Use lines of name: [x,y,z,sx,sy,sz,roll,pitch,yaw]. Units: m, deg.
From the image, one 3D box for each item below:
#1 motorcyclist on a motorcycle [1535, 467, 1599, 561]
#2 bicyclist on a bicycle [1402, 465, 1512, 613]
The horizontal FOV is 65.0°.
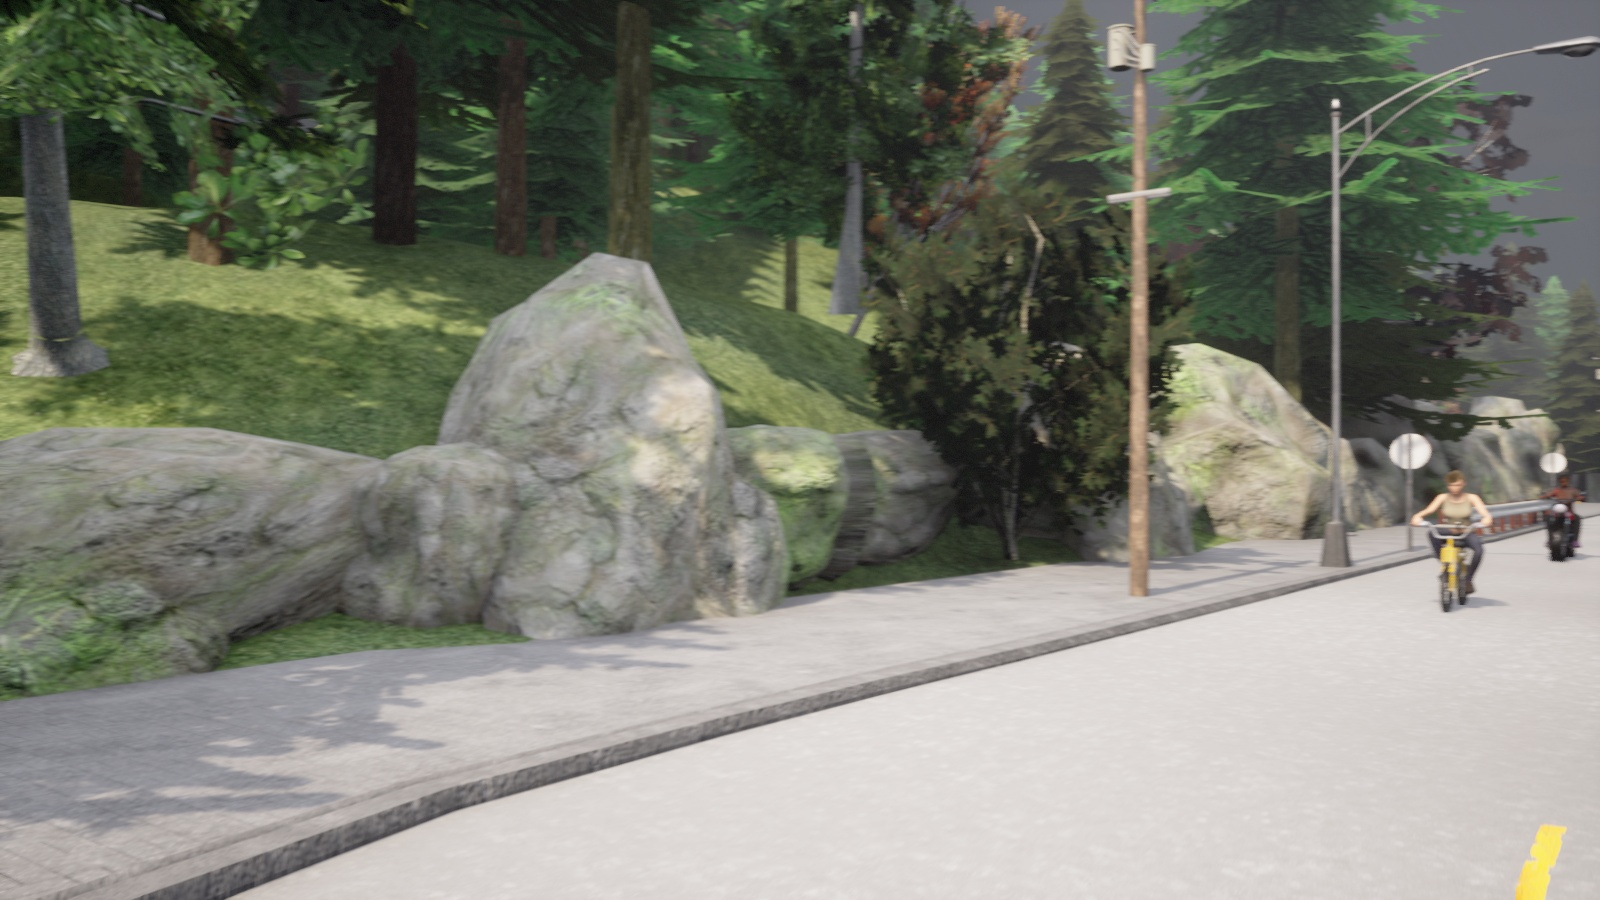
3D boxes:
motorcyclist on a motorcycle: [14.252,1.139,23.306,0.766,1.649,2.350,-1,-1,37]
bicyclist on a bicycle: [7.647,0.986,14.588,0.866,1.612,1.509,-1,-1,37]
